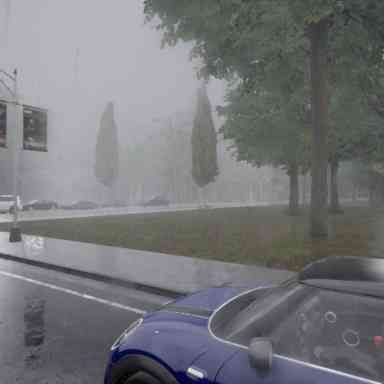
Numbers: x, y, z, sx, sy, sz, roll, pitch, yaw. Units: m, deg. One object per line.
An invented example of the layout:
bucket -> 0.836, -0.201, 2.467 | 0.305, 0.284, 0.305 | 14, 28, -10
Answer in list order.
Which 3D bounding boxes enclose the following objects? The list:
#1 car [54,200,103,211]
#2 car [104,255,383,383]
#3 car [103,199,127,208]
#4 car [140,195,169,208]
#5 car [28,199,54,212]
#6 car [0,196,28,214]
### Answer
car -> -14.988, 1.780, 44.354 | 2.033, 1.411, 5.357 | 0, 0, 35
car -> 1.370, 1.352, 2.711 | 4.553, 1.767, 2.097 | 0, 0, 35
car -> -12.524, 1.853, 53.539 | 1.994, 1.385, 4.181 | 0, 0, 35
car -> -6.315, 1.543, 56.685 | 2.150, 2.045, 5.566 | 0, 1, 38
car -> -19.832, 1.695, 43.092 | 1.882, 1.535, 5.008 | 0, 0, 35
car -> -21.133, 1.399, 35.564 | 2.150, 2.045, 5.566 | 0, 0, 34
